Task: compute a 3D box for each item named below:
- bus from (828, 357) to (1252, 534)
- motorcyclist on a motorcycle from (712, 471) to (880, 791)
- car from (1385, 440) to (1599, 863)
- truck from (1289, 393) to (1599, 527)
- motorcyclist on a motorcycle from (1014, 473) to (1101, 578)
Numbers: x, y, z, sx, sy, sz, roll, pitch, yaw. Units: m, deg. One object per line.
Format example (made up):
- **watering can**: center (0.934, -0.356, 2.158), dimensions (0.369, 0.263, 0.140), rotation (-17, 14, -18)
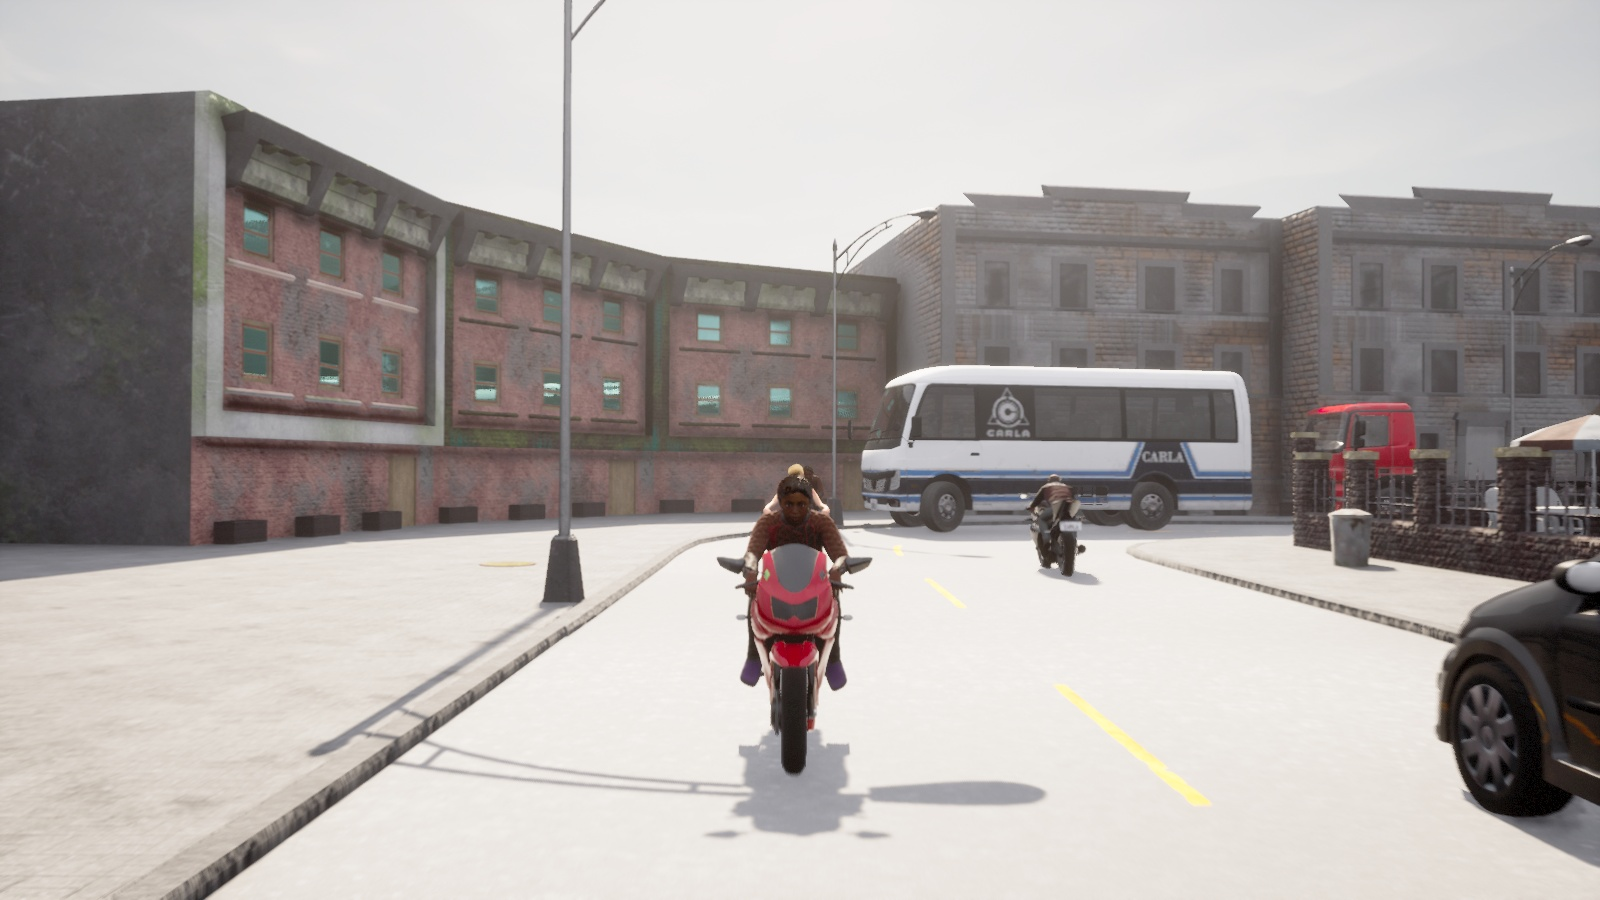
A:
- **bus**: center (6.202, -0.092, 33.212), dimensions (10.273, 4.253, 3.944), rotation (0, -1, -13)
- **motorcyclist on a motorcycle**: center (-0.023, 0.901, 7.043), dimensions (0.797, 1.523, 2.044), rotation (0, -2, 0)
- **car**: center (3.983, 0.762, 4.543), dimensions (1.851, 1.617, 3.988), rotation (0, -1, 0)
- **truck**: center (17.852, 0.270, 34.195), dimensions (7.936, 3.462, 2.891), rotation (0, -1, 0)
- **motorcyclist on a motorcycle**: center (3.941, 1.121, 19.403), dimensions (0.866, 1.530, 2.191), rotation (0, -1, 0)
